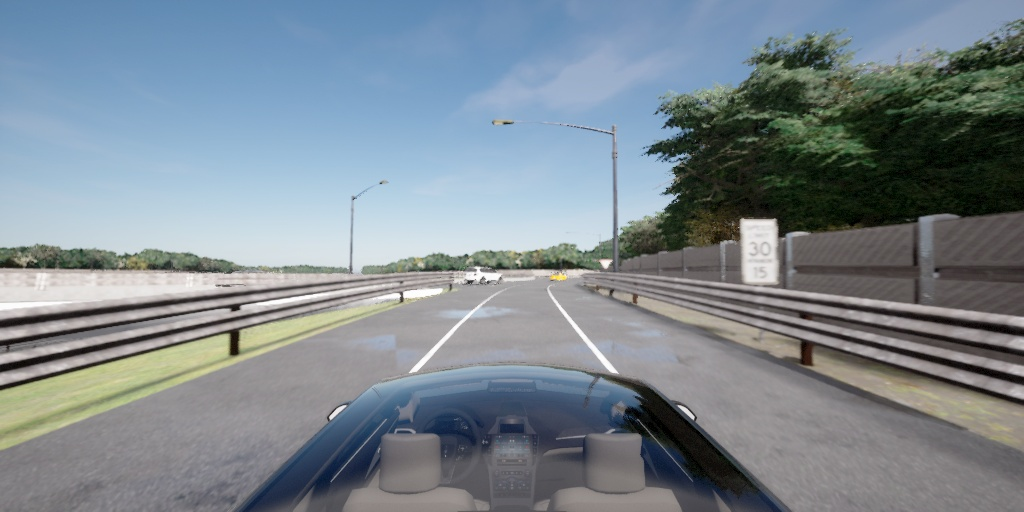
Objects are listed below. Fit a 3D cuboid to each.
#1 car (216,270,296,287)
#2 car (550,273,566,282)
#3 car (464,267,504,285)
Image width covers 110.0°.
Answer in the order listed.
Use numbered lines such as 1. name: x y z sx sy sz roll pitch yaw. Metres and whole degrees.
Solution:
1. car: -17.860 1.755 25.465 4.902 1.511 2.128 3 -4 -43
2. car: 8.099 3.654 62.460 1.882 1.535 5.008 -1 -3 23
3. car: -3.240 2.350 42.151 2.150 2.045 5.566 -2 -3 35
